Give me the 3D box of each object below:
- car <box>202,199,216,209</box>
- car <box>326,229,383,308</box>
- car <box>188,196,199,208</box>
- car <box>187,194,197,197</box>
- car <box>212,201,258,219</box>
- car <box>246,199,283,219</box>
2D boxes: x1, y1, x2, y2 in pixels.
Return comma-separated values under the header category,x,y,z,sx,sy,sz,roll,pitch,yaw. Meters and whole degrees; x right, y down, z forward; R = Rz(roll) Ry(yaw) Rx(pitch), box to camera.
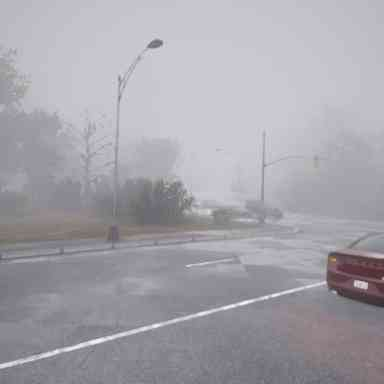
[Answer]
category,x,y,z,sx,sy,sz,roll,pitch,yaw
car,2.937,1.863,52.539,1.837,1.490,4.892,2,2,-15
car,5.041,1.550,7.383,5.008,1.535,1.882,1,-1,-35
car,-0.389,1.828,51.371,1.895,1.301,4.718,2,1,-15
car,-0.175,1.200,68.115,1.837,1.490,4.892,2,3,-9
car,4.600,2.087,36.649,2.033,1.411,5.357,3,-1,-22
car,7.963,1.907,37.758,2.150,2.045,5.566,3,0,-22
